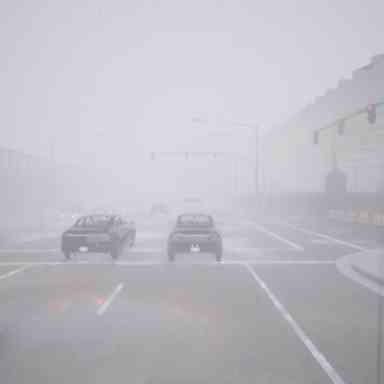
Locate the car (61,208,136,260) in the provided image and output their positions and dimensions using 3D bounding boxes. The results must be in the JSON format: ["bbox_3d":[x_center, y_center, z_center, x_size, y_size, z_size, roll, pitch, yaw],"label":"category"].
[{"bbox_3d":[-3.399,1.591,12.860,2.128,1.511,4.902,0,0,0],"label":"car"}]

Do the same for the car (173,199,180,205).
[{"bbox_3d":[-3.482,2.089,71.700,1.994,1.385,4.181,0,0,0],"label":"car"}]

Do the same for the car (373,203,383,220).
[{"bbox_3d":[15.976,1.491,26.281,1.853,1.218,4.536,0,-1,44],"label":"car"}]

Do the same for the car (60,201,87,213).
[{"bbox_3d":[-14.078,1.805,39.816,1.837,1.490,4.892,0,-1,0],"label":"car"}]

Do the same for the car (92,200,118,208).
[{"bbox_3d":[-10.580,1.824,39.721,1.812,1.442,4.674,0,0,0],"label":"car"}]

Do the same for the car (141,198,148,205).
[{"bbox_3d":[-10.482,2.029,71.836,1.837,1.490,4.892,0,0,0],"label":"car"}]

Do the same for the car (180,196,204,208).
[{"bbox_3d":[0.110,1.486,35.339,2.150,2.045,5.566,0,0,0],"label":"car"}]

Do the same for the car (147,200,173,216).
[{"bbox_3d":[-3.390,1.777,36.243,1.837,1.490,4.892,0,0,0],"label":"car"}]

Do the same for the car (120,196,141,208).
[{"bbox_3d":[-10.534,1.906,57.063,1.882,1.535,5.008,0,-1,0],"label":"car"}]

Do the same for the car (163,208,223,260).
[{"bbox_3d":[0.101,1.590,12.799,2.128,1.511,4.902,0,0,0],"label":"car"}]

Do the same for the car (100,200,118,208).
[{"bbox_3d":[-14.035,2.026,56.650,1.895,1.301,4.718,0,0,1],"label":"car"}]

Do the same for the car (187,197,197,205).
[{"bbox_3d":[0.018,1.881,70.433,2.097,1.767,4.553,0,0,0],"label":"car"}]

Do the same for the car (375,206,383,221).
[{"bbox_3d":[15.940,1.648,26.242,2.038,1.542,4.974,0,-1,44],"label":"car"}]
